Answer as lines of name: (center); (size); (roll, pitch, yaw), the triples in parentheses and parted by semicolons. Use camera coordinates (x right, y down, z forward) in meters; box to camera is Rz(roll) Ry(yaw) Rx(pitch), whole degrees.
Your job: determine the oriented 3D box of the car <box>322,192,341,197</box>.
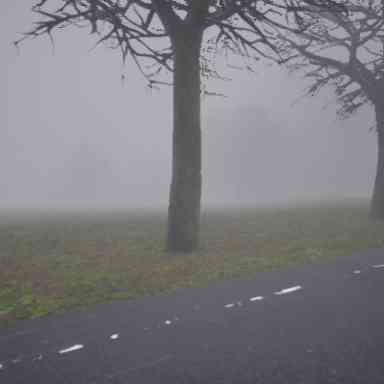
car: (33.601, 0.572, 80.162); (1.994, 1.385, 4.181); (2, -2, -35)
